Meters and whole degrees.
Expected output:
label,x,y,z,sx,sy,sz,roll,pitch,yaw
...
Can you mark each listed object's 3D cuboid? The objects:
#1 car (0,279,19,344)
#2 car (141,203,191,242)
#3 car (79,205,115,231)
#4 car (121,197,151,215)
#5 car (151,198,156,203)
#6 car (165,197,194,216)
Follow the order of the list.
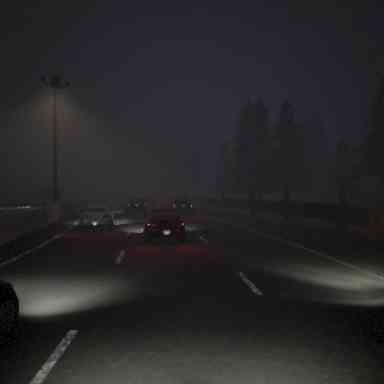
label,x,y,z,sx,sy,sz,roll,pitch,yaw
car,-3.622,1.529,3.401,1.812,1.442,4.674,0,0,-2
car,-1.414,1.494,16.103,1.812,1.442,4.674,0,0,-9
car,-5.801,1.497,20.491,1.812,1.442,4.674,0,0,-12
car,-5.935,1.294,33.925,2.097,1.767,4.553,0,0,-18
car,-6.220,1.398,44.201,1.882,1.535,5.008,0,0,-24
car,-1.411,1.286,31.424,2.097,1.767,4.553,0,0,-18
